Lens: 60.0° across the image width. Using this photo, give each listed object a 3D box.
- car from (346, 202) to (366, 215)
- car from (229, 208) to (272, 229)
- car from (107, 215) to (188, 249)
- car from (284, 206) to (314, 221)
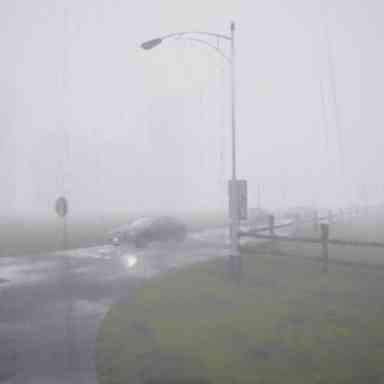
[{"bbox_3d":[23.248,2.252,47.089,2.097,1.767,4.553,-1,-2,35],"label":"car"},{"bbox_3d":[4.697,2.021,26.044,2.128,1.511,4.902,-1,-2,35],"label":"car"},{"bbox_3d":[-2.022,1.872,16.577,1.812,1.442,4.674,-1,-2,35],"label":"car"},{"bbox_3d":[11.612,2.261,35.769,2.033,1.411,5.357,-1,-2,35],"label":"car"}]
